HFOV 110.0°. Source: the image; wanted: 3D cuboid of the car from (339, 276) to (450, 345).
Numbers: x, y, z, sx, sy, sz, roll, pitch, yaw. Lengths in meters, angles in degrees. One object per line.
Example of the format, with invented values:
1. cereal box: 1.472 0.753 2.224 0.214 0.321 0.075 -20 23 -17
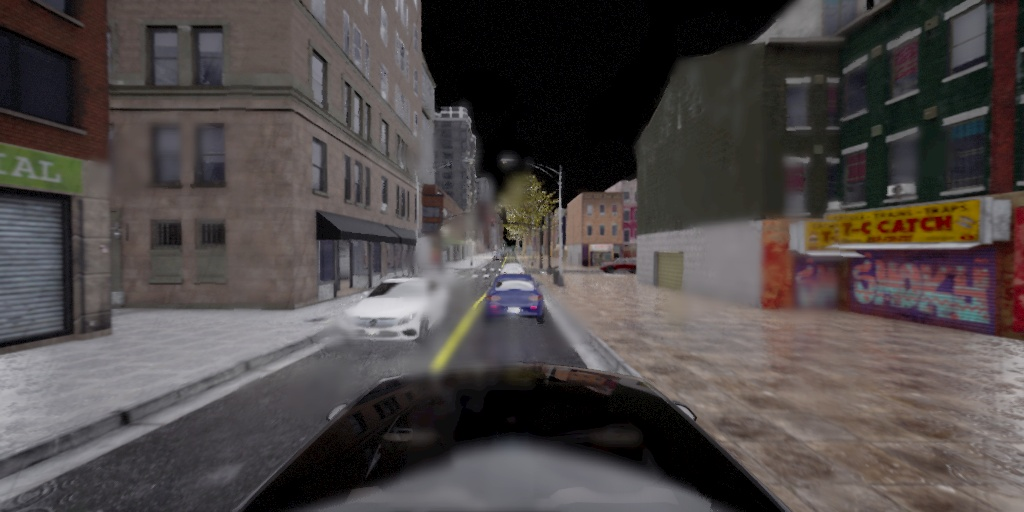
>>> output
1. car: -2.855 1.301 9.709 1.812 1.442 4.674 0 0 0

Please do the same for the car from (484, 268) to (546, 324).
1. car: 0.077 1.305 12.050 1.812 1.442 4.674 0 0 0

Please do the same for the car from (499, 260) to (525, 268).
1. car: 0.064 1.257 26.561 1.812 1.442 4.674 0 0 0

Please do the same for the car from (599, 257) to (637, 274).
1. car: 12.662 1.060 41.296 5.009 1.841 2.192 0 0 0
